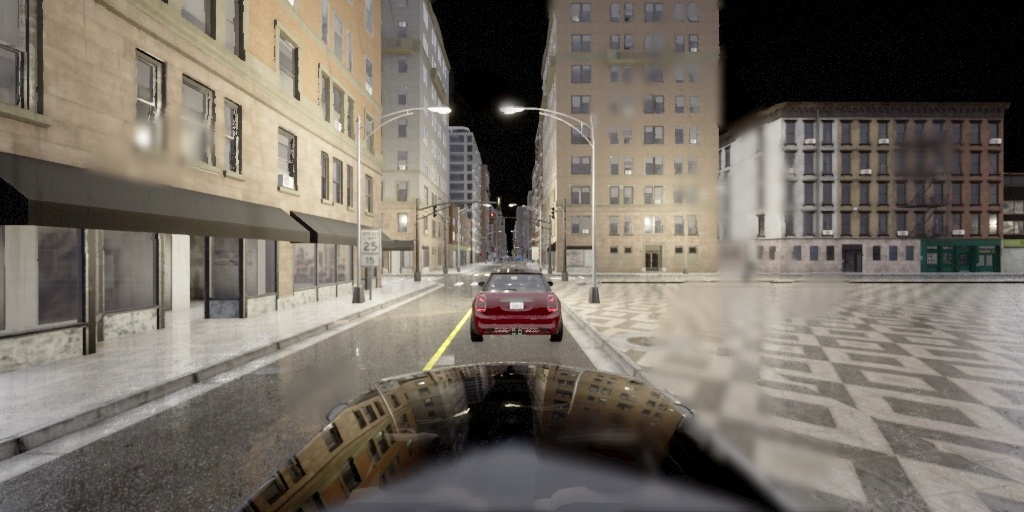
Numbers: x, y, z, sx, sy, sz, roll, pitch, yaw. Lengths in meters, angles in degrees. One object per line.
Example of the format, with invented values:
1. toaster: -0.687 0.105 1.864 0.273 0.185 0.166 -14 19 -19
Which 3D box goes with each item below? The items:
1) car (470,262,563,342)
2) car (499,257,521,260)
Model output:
1. car: 0.106 1.101 9.932 2.097 1.767 4.553 0 0 0
2. car: 0.057 1.099 19.748 2.097 1.767 4.553 0 0 -1
